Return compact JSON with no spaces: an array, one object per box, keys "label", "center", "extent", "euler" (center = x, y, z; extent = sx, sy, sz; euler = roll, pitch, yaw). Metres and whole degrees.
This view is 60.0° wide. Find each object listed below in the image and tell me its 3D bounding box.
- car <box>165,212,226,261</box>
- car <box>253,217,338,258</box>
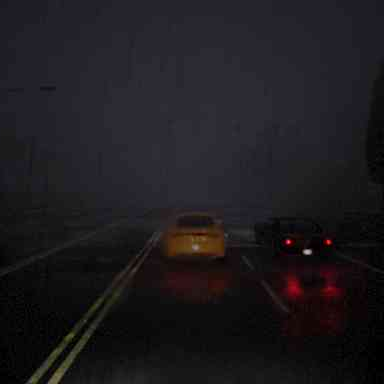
[{"label":"car","center":[0.098,1.452,12.147],"extent":[1.882,1.535,5.008],"euler":[0,0,0]},{"label":"car","center":[3.597,1.575,12.559],"extent":[1.895,1.301,4.718],"euler":[0,0,0]}]
